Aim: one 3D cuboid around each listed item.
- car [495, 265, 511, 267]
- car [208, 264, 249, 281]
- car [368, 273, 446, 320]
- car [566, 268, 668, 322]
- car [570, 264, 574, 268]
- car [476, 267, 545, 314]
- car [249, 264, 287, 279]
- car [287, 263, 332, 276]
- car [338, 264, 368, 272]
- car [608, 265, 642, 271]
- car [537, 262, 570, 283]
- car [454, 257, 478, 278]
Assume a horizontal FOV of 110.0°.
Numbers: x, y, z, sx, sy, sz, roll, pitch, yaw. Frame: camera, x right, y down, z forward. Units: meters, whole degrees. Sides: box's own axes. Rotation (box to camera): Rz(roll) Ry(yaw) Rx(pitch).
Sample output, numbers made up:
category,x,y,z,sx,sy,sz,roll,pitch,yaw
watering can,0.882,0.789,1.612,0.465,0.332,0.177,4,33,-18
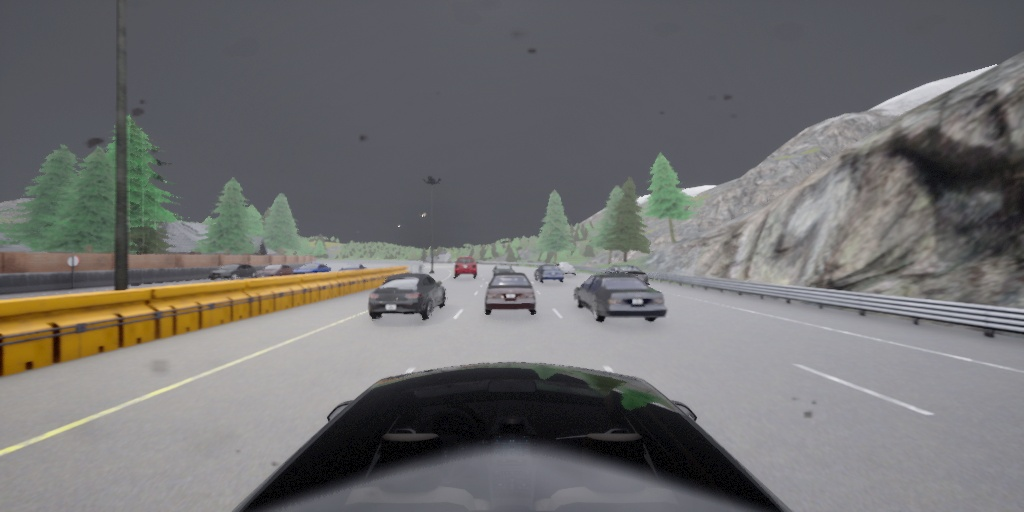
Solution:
category,x,y,z,sx,sy,sz,roll,pitch,yaw
car,-0.865,1.468,33.043,1.895,1.301,4.718,0,0,-5
car,-25.684,1.479,33.250,1.837,1.490,4.892,0,0,-6
car,-3.566,1.331,12.782,1.812,1.442,4.674,0,0,-1
car,3.442,1.320,12.408,2.033,1.411,5.357,0,0,-1
car,5.538,1.388,39.221,1.812,1.442,4.674,0,0,-7
car,-0.076,1.343,14.064,2.033,1.411,5.357,0,0,-1
car,-22.242,1.487,33.952,1.812,1.442,4.674,0,0,-6
car,-18.707,1.424,33.756,1.882,1.535,5.008,0,0,-6
car,-15.287,1.460,34.672,1.812,1.442,4.674,0,0,-6
car,6.745,1.288,22.181,2.128,1.511,4.902,0,0,-2
car,2.921,1.385,29.100,2.033,1.411,5.357,0,0,-3
car,-4.640,1.118,36.109,2.150,2.045,5.566,0,0,-6
